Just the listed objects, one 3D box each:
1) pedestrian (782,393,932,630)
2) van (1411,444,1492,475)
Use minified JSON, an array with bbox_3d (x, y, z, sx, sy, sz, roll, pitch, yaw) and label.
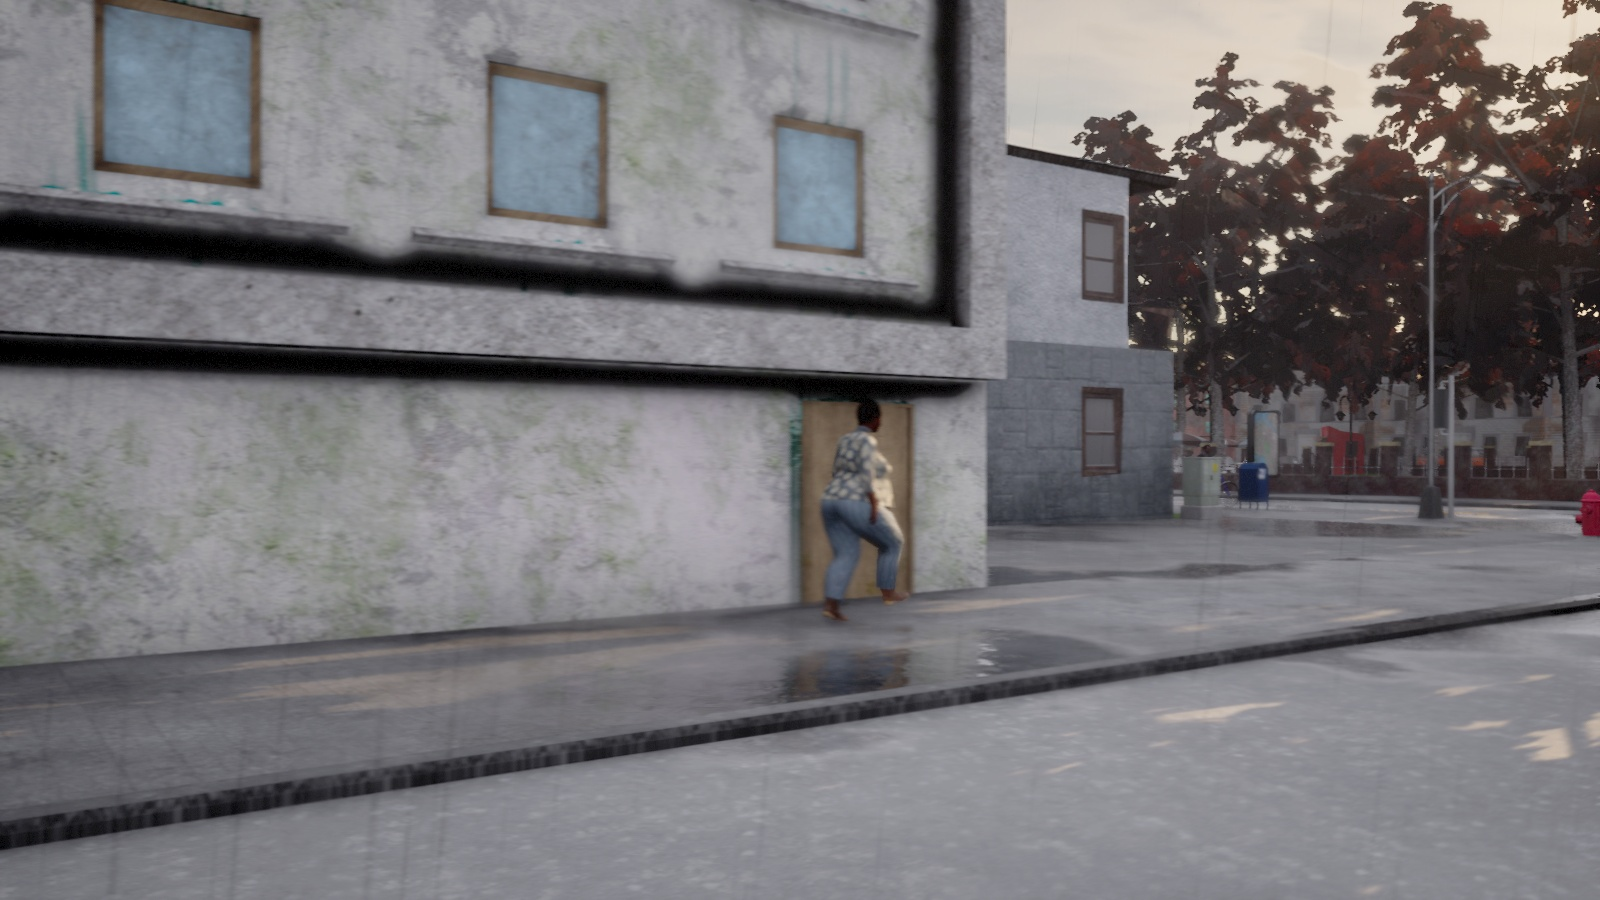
[{"bbox_3d":[0.467,0.479,10.442,0.900,1.855,0.874,0,0,-32],"label":"pedestrian"},{"bbox_3d":[43.162,0.610,83.260,1.775,1.987,4.442,0,0,-35],"label":"van"}]
